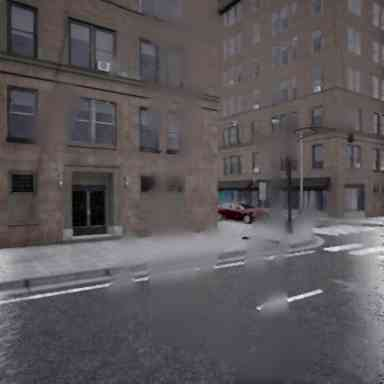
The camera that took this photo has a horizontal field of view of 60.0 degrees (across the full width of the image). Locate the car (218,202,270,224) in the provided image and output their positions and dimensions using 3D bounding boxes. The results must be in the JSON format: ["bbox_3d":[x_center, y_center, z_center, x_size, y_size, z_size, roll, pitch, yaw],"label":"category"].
[{"bbox_3d":[3.696,1.518,25.321,1.882,1.535,5.008,0,0,-35],"label":"car"}]
